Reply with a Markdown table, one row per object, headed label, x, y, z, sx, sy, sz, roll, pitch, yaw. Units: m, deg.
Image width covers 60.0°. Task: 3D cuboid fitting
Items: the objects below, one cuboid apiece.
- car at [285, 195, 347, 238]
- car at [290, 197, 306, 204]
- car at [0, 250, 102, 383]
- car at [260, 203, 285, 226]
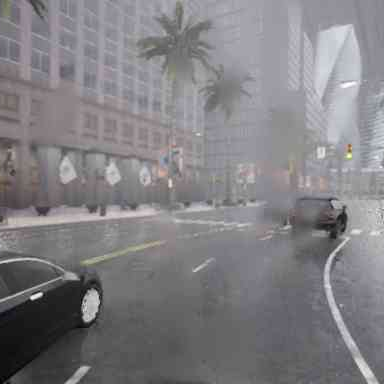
| label | x | y | z | sx | sy | sz | roll | pitch | yaw |
| --- | --- | --- | --- | --- | --- | --- | --- | --- | --- |
| car | 7.154 | 1.294 | 18.440 | 2.150 | 2.045 | 5.566 | 1 | 0 | 31 |
| car | 22.934 | 1.755 | 71.889 | 2.161 | 1.482 | 4.786 | 1 | 0 | 30 |
| car | -2.765 | 1.480 | 4.142 | 1.837 | 1.490 | 4.892 | 0 | 0 | 8 |
| car | 6.456 | 1.576 | 24.306 | 1.837 | 1.490 | 4.892 | 0 | 1 | 30 |
